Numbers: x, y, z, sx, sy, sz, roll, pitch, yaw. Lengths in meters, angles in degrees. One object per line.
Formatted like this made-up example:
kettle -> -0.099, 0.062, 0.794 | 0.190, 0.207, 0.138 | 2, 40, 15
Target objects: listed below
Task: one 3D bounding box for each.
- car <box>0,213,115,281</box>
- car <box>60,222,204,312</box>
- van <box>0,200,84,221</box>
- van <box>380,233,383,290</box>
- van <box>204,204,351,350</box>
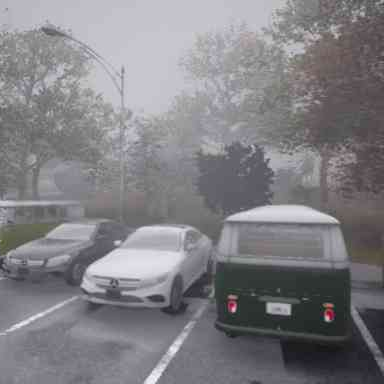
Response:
car -> -3.124, 1.530, 9.664 | 2.002, 1.452, 4.674 | 0, -1, 16
car -> -0.725, 1.527, 7.955 | 2.002, 1.452, 4.674 | 1, -1, 15
van -> -5.547, 1.267, 11.264 | 1.878, 1.987, 4.442 | 0, -1, 16
van -> 4.036, 1.259, 4.420 | 1.878, 1.987, 4.442 | 1, -1, 16
van -> 1.694, 1.262, 6.359 | 1.878, 1.987, 4.442 | 0, -1, 16
